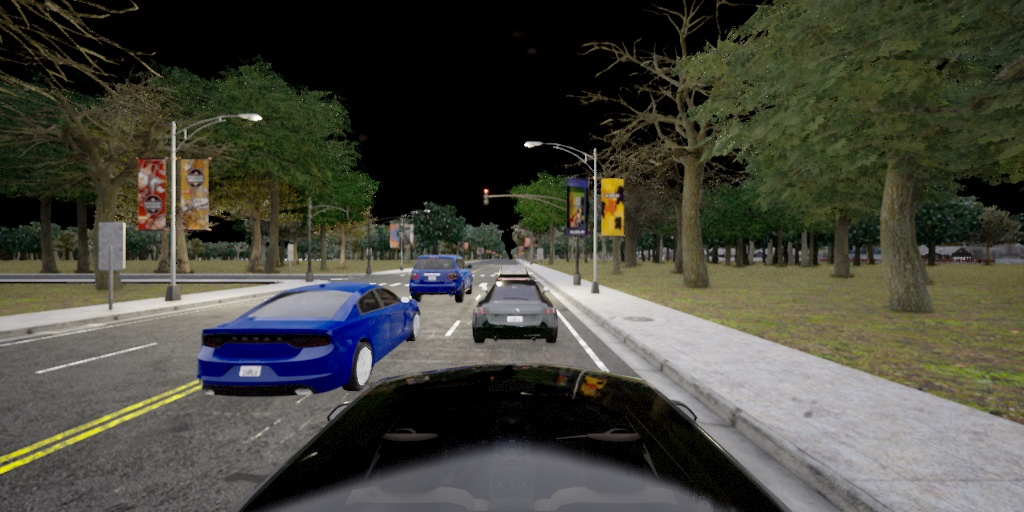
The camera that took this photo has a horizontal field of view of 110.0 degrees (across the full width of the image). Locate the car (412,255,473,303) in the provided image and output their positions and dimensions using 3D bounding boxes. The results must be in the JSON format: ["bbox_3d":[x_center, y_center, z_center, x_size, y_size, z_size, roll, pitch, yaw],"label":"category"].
[{"bbox_3d":[-3.154,0.978,16.821,2.150,2.045,5.566,0,0,0],"label":"car"}]

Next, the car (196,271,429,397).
[{"bbox_3d":[-3.150,1.229,6.772,1.882,1.535,5.008,0,0,0],"label":"car"}]

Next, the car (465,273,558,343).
[{"bbox_3d":[0.092,1.316,9.662,1.994,1.385,4.181,0,0,1],"label":"car"}]

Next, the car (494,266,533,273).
[{"bbox_3d":[0.096,1.248,18.564,2.128,1.511,4.902,0,0,0],"label":"car"}]
